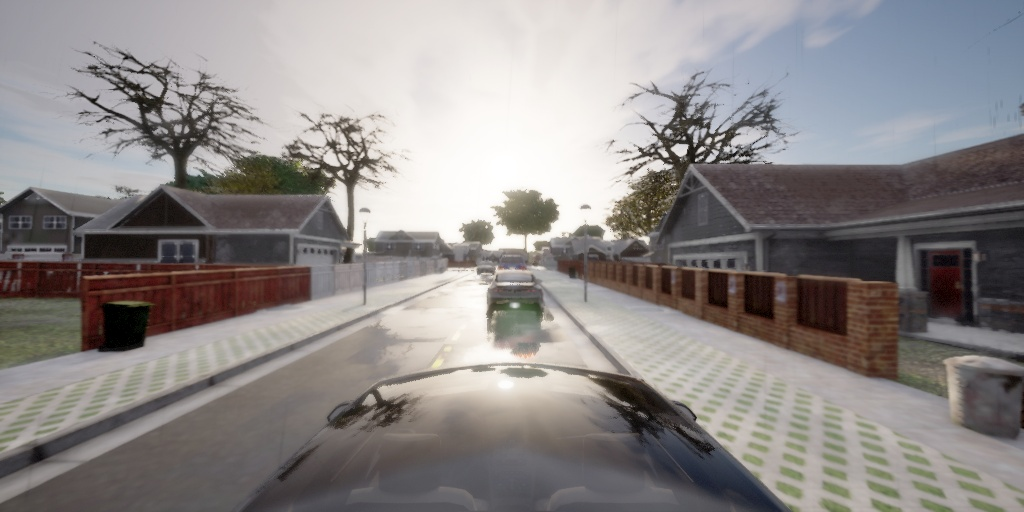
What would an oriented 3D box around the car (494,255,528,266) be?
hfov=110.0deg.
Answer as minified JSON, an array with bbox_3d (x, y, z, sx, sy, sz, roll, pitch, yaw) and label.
[{"bbox_3d":[0.067,0.981,27.672,2.150,2.045,5.566,0,-1,1],"label":"car"}]

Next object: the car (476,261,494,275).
[{"bbox_3d":[-2.809,1.310,39.391,1.837,1.490,4.892,0,-1,0],"label":"car"}]

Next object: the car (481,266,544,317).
[{"bbox_3d":[0.071,1.241,13.017,1.837,1.490,4.892,0,-1,0],"label":"car"}]
